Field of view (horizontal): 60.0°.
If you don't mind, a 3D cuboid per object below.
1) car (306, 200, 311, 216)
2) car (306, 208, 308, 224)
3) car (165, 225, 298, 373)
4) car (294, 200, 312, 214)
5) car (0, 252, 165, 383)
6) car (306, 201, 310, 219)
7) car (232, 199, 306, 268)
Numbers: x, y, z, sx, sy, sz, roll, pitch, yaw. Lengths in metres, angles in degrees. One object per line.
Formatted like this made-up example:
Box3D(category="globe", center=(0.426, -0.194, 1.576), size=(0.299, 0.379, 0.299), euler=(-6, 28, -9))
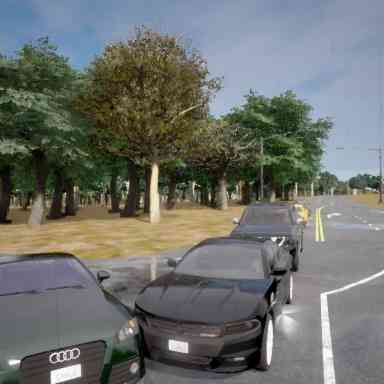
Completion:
Box3D(category="car", center=(9.354, 1.721, 29.493), size=(1.812, 1.442, 4.674), euler=(-1, 0, 21))
Box3D(category="car", center=(5.125, 1.772, 18.242), size=(1.895, 1.301, 4.718), euler=(-1, 0, 21))
Box3D(category="car", center=(0.754, 1.612, 6.206), size=(1.882, 1.535, 5.008), euler=(-1, -2, 21))
Box3D(category="car", center=(13.398, 1.743, 40.070), size=(1.812, 1.442, 4.674), euler=(-1, 0, 21))
Box3D(category="car", center=(-2.294, 1.642, 4.914), size=(1.994, 1.385, 4.181), euler=(1, -2, -33))
Box3D(category="car", center=(7.285, 1.661, 23.992), size=(1.882, 1.535, 5.008), euler=(-1, 0, 21))
Box3D(category="car", center=(2.887, 1.458, 12.343), size=(2.150, 2.045, 5.566), euler=(-2, 0, 21))
